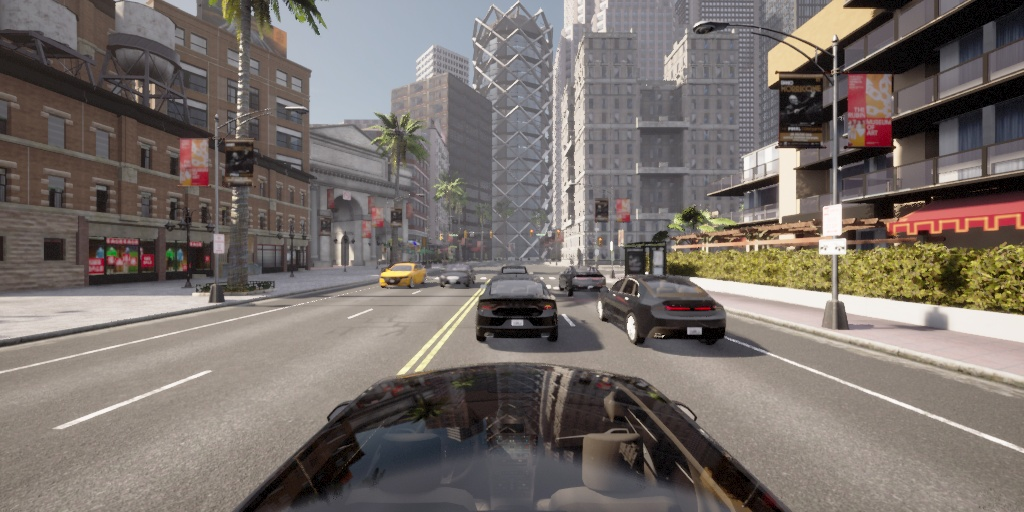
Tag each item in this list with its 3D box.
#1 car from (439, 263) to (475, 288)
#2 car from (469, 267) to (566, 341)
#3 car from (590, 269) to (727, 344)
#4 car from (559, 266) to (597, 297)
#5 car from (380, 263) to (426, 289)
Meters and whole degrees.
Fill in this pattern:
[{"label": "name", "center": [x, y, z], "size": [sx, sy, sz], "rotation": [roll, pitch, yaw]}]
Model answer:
[{"label": "car", "center": [-3.503, 1.243, 23.698], "size": [2.128, 1.511, 4.902], "rotation": [0, 0, 0]}, {"label": "car", "center": [0.110, 1.228, 9.884], "size": [1.882, 1.535, 5.008], "rotation": [0, 0, 0]}, {"label": "car", "center": [3.611, 1.254, 9.530], "size": [1.837, 1.490, 4.892], "rotation": [0, 0, 0]}, {"label": "car", "center": [3.605, 1.241, 18.934], "size": [2.128, 1.511, 4.902], "rotation": [0, 0, 0]}, {"label": "car", "center": [-7.005, 1.228, 23.511], "size": [1.882, 1.535, 5.008], "rotation": [0, 0, 0]}]
